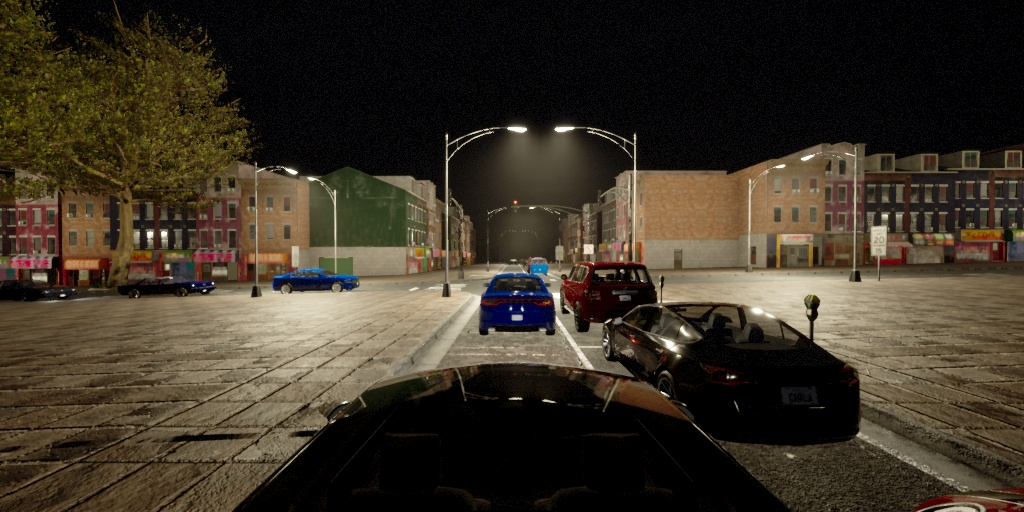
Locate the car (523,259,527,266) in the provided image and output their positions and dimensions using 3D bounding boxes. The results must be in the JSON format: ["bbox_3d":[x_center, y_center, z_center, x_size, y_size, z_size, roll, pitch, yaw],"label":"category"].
[{"bbox_3d":[2.793,1.085,42.524,2.192,1.841,5.009,0,0,0],"label":"car"}]

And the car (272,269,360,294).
[{"bbox_3d":[-12.234,1.542,22.547,5.008,1.535,1.882,-2,1,-1],"label":"car"}]

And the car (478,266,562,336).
[{"bbox_3d":[0.147,1.227,10.482,1.882,1.535,5.008,0,0,1],"label":"car"}]

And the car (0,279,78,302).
[{"bbox_3d":[-30.964,2.181,22.613,5.357,1.411,2.033,-2,1,1],"label":"car"}]

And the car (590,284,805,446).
[{"bbox_3d":[2.648,1.315,5.356,1.948,1.339,4.313,0,0,0],"label":"car"}]

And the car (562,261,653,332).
[{"bbox_3d":[2.669,1.064,10.758,2.192,1.841,5.009,0,0,0],"label":"car"}]

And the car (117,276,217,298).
[{"bbox_3d":[-21.565,1.940,22.579,4.718,1.301,1.895,-2,1,0],"label":"car"}]

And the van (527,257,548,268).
[{"bbox_3d":[2.772,1.105,37.119,1.690,1.789,3.998,0,0,0],"label":"van"}]

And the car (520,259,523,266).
[{"bbox_3d":[2.877,1.359,64.150,2.007,1.370,4.403,0,0,0],"label":"car"}]
